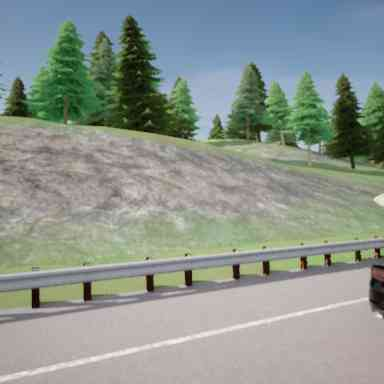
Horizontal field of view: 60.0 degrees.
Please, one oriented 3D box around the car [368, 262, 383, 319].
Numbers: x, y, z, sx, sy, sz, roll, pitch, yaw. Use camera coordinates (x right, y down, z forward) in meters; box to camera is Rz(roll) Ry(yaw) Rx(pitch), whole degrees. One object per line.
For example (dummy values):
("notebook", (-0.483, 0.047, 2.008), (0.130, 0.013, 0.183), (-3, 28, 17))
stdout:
("car", (5.275, 1.475, 5.736), (5.008, 1.535, 1.882), (0, 0, -27))
